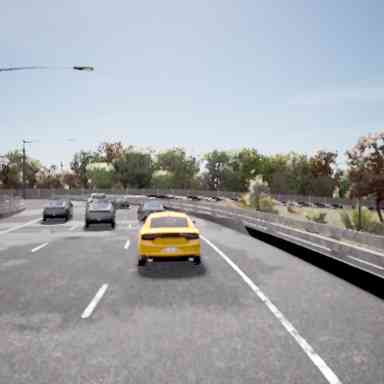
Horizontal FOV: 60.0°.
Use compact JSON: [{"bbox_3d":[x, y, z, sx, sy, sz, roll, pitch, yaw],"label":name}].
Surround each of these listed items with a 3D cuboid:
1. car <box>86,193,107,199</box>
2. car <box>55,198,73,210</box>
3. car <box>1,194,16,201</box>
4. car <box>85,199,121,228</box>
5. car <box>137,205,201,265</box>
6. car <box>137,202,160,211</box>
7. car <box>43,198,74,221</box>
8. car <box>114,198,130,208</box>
[{"bbox_3d":[-11.580,1.187,40.546,2.150,2.045,5.566,0,0,-22],"label":"car"},{"bbox_3d":[-17.319,1.544,44.837,1.994,1.385,4.181,0,0,-25],"label":"car"},{"bbox_3d":[-44.555,1.378,80.510,4.553,1.767,2.097,0,0,39],"label":"car"},{"bbox_3d":[-6.025,1.471,22.280,2.128,1.511,4.902,0,0,-12],"label":"car"},{"bbox_3d":[-0.846,1.456,11.700,1.882,1.535,5.008,0,0,-6],"label":"car"},{"bbox_3d":[-3.256,1.506,26.286,2.033,1.411,5.357,0,0,-14],"label":"car"},{"bbox_3d":[-10.677,1.481,26.714,2.128,1.511,4.902,0,0,-14],"label":"car"},{"bbox_3d":[-10.036,1.494,45.995,2.033,1.411,5.357,0,0,-24],"label":"car"}]
